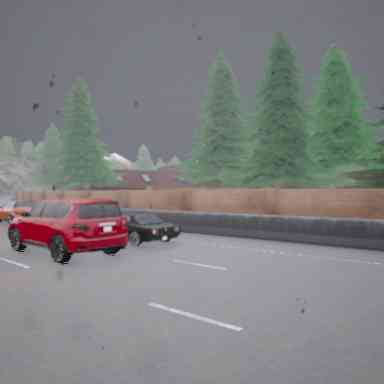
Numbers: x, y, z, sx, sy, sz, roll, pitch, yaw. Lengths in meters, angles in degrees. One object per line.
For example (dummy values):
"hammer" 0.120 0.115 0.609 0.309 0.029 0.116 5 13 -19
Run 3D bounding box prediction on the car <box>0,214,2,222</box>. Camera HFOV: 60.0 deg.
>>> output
"car" -7.957 1.506 10.459 5.008 1.535 1.882 -1 -1 42

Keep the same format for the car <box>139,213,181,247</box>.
"car" -2.790 1.626 15.224 4.718 1.301 1.895 0 0 41

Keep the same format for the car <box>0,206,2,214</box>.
"car" -12.963 1.408 24.905 2.097 1.767 4.553 0 0 -43

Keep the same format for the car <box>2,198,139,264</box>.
"car" -4.658 1.248 12.201 5.566 2.045 2.150 0 0 41
